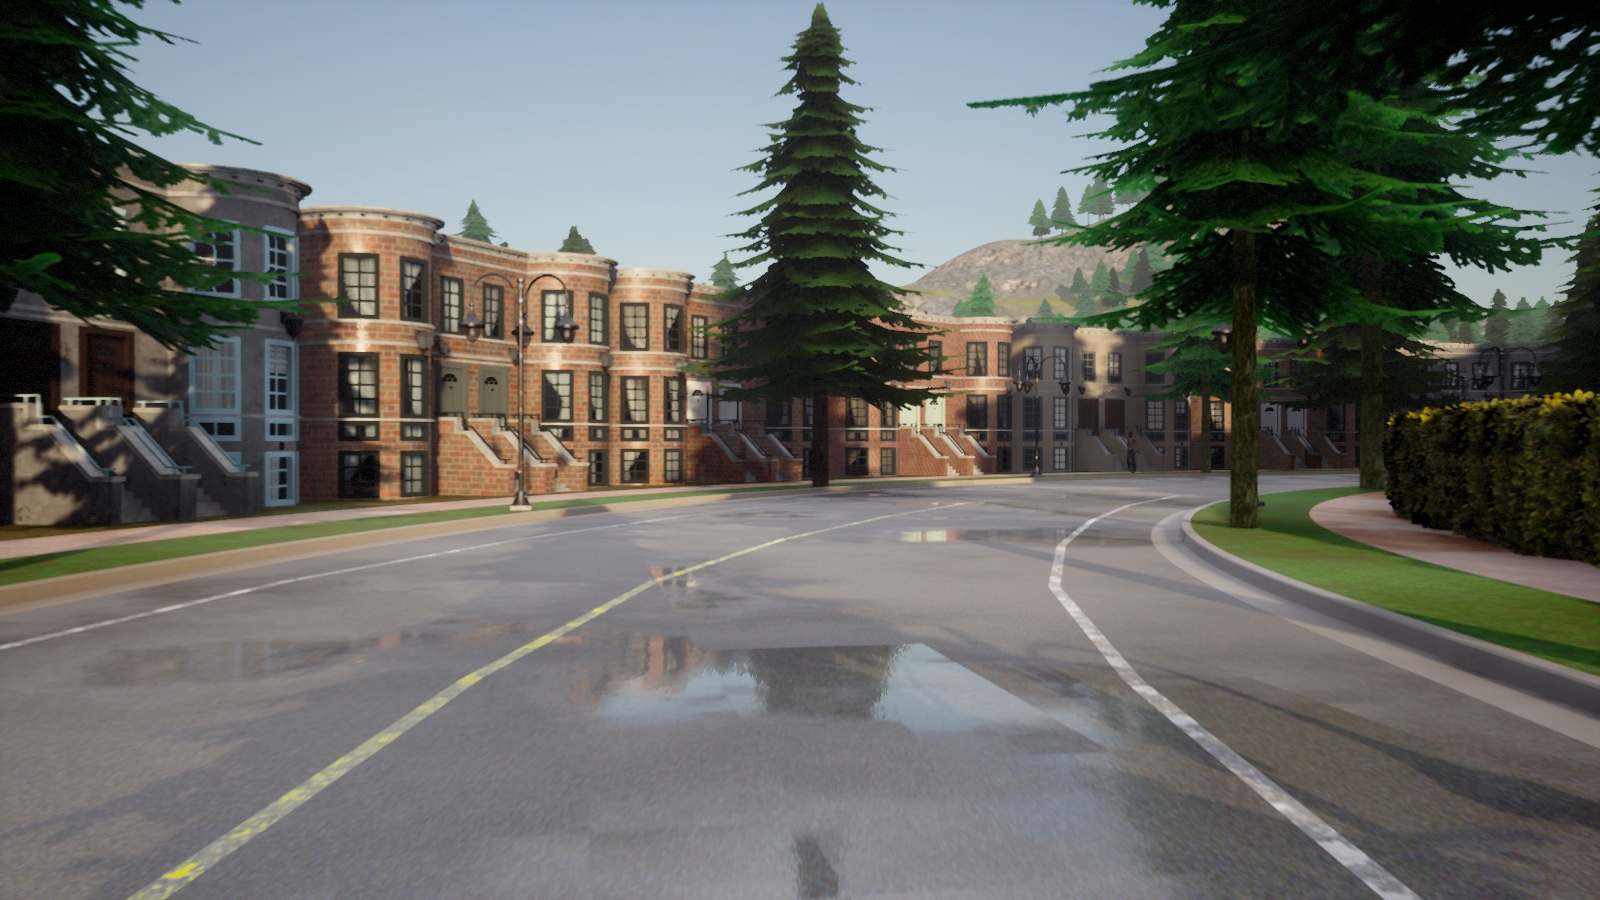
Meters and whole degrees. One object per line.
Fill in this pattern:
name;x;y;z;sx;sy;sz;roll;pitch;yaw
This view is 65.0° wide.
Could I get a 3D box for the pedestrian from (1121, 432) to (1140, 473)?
pedestrian;14.396;0.110;54.712;0.869;1.805;0.328;0;0;-35
